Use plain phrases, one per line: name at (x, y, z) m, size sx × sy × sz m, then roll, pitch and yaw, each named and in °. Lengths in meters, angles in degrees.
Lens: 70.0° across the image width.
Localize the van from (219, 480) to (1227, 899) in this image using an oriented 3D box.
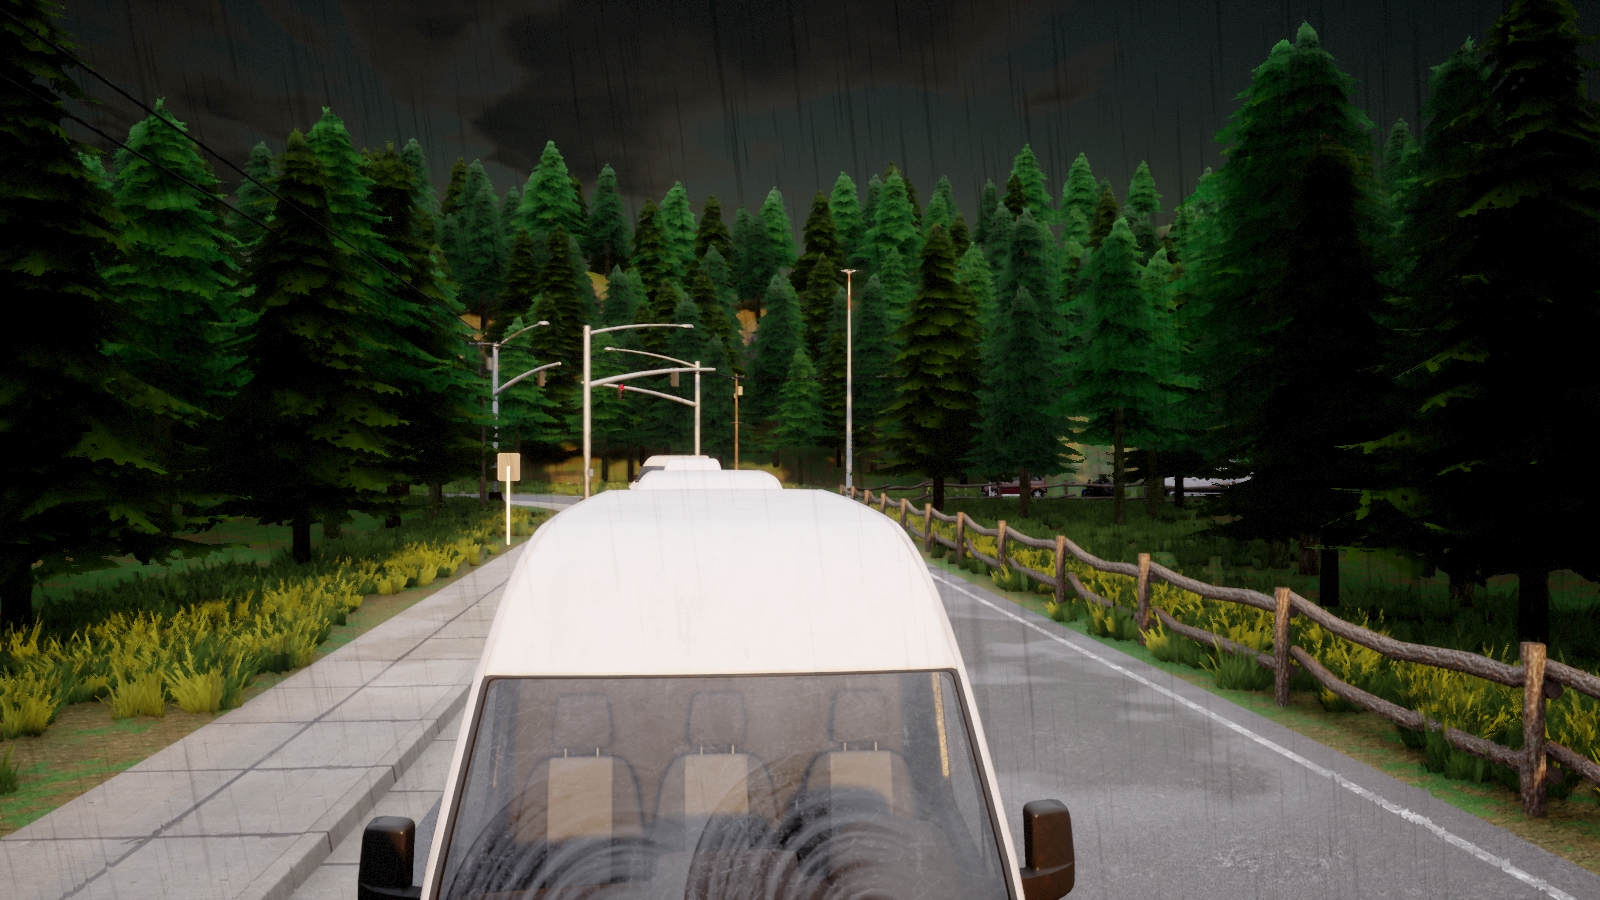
van at (-0.357, 1.500, 5.207) m, size 1.988 × 2.561 × 5.915 m, roll 0°, pitch 0°, yaw -5°

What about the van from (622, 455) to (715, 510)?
van at (-6.344, 1.515, 56.009) m, size 1.988 × 2.561 × 5.915 m, roll 0°, pitch 0°, yaw 22°

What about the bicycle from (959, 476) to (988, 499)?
bicycle at (9.912, 2.158, 65.252) m, size 1.487 × 1.276 × 0.859 m, roll 0°, pitch 0°, yaw -6°
